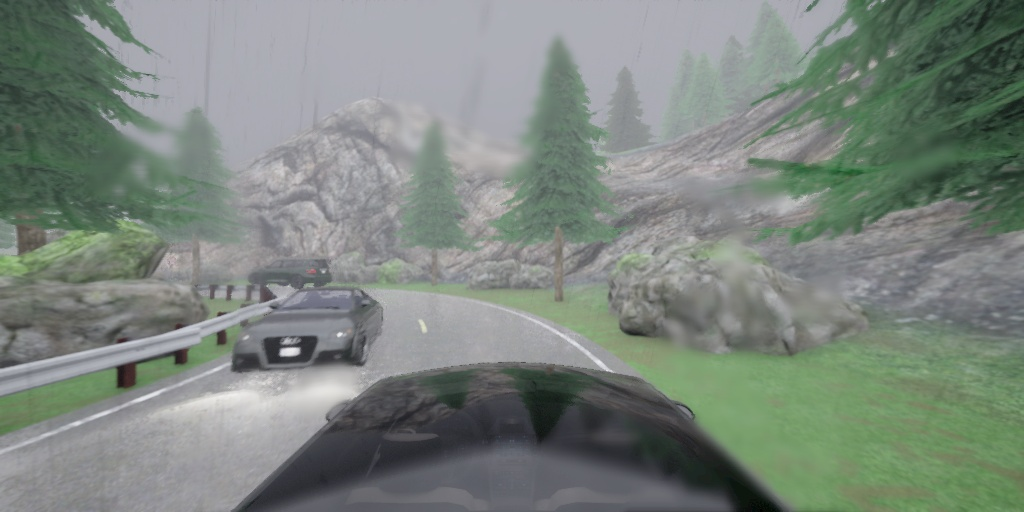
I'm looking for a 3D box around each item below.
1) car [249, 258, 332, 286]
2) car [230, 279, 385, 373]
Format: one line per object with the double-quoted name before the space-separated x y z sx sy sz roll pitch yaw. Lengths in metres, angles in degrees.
"car" -15.228 1.202 24.727 5.566 2.045 2.150 -1 -1 15
"car" -3.984 1.375 7.724 1.994 1.385 4.181 0 -1 -12
